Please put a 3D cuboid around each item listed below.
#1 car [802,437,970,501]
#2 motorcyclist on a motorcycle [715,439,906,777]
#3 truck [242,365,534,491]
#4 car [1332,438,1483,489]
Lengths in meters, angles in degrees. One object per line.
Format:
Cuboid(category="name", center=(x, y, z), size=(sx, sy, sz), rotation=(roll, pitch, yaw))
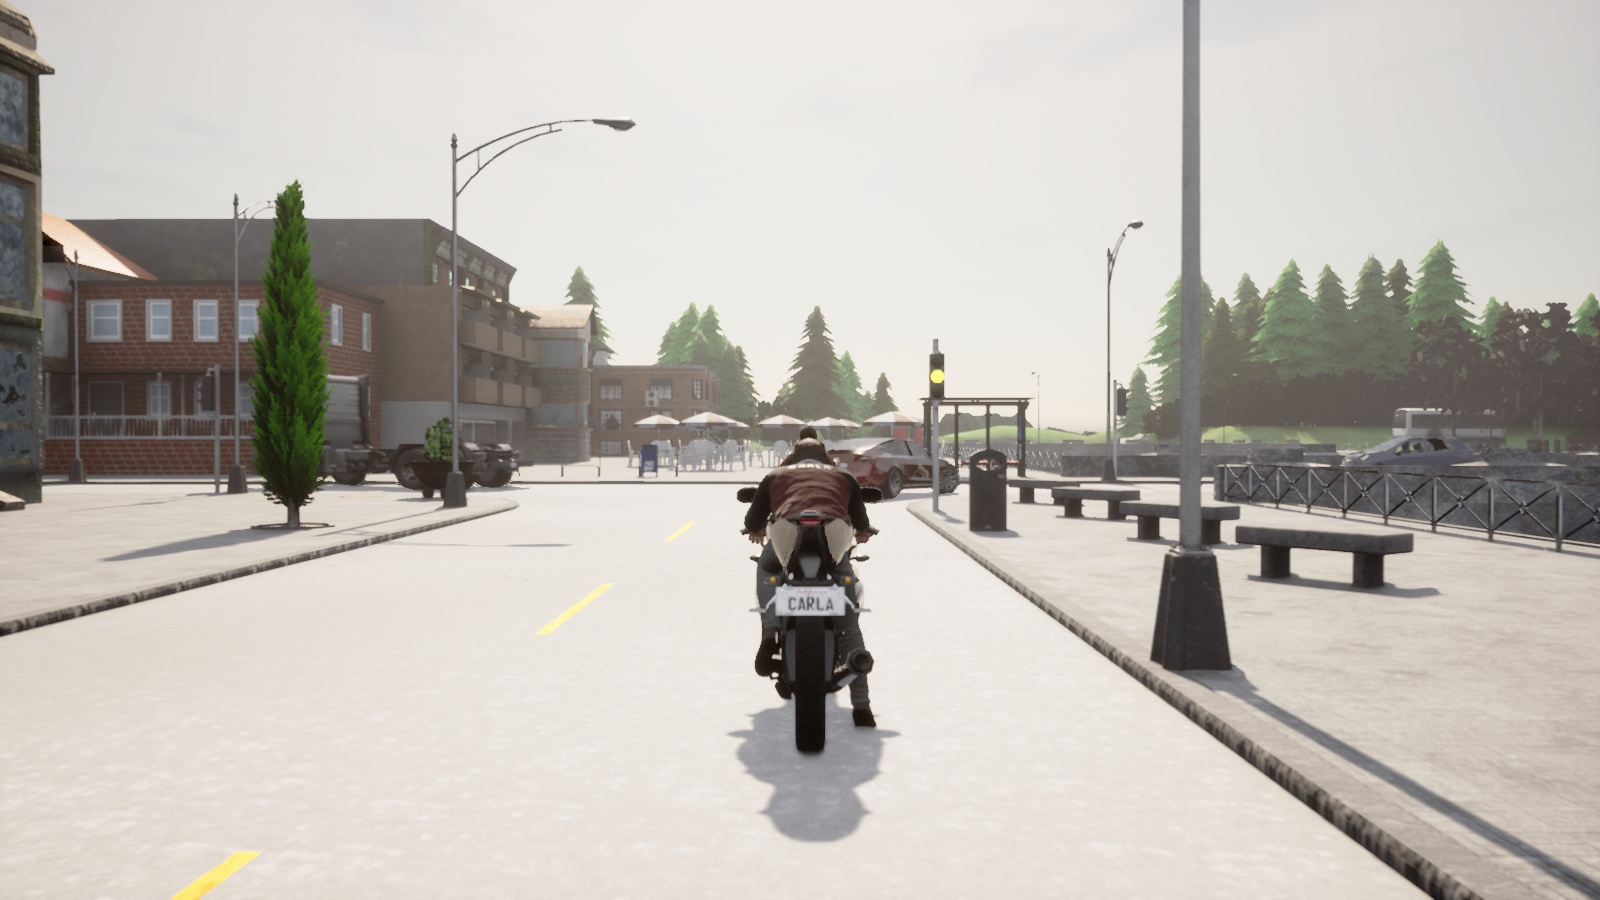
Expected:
Cuboid(category="car", center=(2.268, 0.418, 31.801), size=(2.163, 1.488, 4.792), rotation=(0, 1, 33))
Cuboid(category="motorcyclist on a motorcycle", center=(0.052, 0.710, 6.800), size=(0.866, 1.530, 2.191), rotation=(0, 1, 0))
Cuboid(category="truck", center=(-12.142, -0.631, 37.157), size=(7.936, 3.462, 2.891), rotation=(0, 1, 15))
Cuboid(category="car", center=(18.143, 0.384, 37.632), size=(3.633, 1.501, 1.845), rotation=(0, 1, 0))
